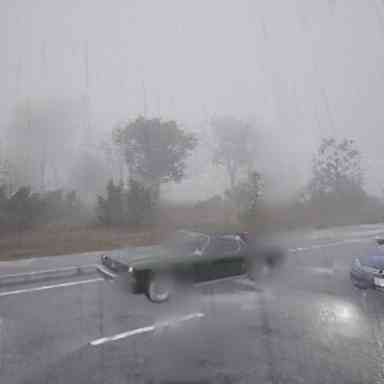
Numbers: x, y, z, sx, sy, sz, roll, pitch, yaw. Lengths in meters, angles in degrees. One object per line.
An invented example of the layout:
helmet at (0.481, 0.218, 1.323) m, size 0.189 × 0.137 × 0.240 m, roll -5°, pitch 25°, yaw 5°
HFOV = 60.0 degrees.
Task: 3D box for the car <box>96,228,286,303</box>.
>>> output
car at (0.124, 1.628, 8.372) m, size 4.718 × 1.301 × 1.895 m, roll 0°, pitch 0°, yaw -35°

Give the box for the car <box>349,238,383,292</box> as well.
car at (5.755, 1.577, 8.070) m, size 4.674 × 1.442 × 1.812 m, roll 0°, pitch 0°, yaw -35°
